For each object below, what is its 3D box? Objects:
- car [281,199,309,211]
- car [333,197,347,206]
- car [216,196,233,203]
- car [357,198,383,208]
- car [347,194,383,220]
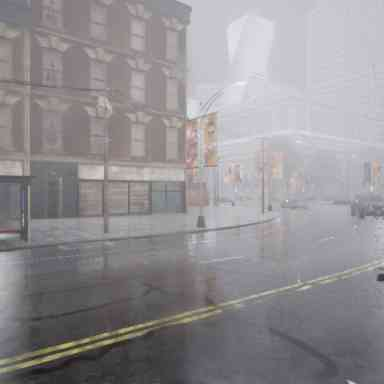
[{"bbox_3d":[12.887,1.601,41.918,1.895,1.301,4.718,0,0,-5],"label":"car"},{"bbox_3d":[24.764,1.520,53.540,2.002,1.452,4.674,0,0,-16],"label":"car"},{"bbox_3d":[6.704,1.594,67.562,1.994,1.385,4.181,0,0,-34],"label":"car"},{"bbox_3d":[26.110,1.595,47.970,1.895,1.301,4.718,0,0,-6],"label":"car"},{"bbox_3d":[15.054,1.222,28.239,2.150,2.045,5.566,0,0,16],"label":"car"}]
